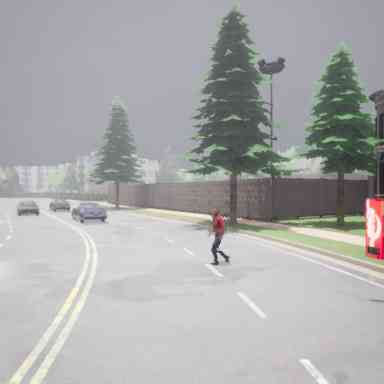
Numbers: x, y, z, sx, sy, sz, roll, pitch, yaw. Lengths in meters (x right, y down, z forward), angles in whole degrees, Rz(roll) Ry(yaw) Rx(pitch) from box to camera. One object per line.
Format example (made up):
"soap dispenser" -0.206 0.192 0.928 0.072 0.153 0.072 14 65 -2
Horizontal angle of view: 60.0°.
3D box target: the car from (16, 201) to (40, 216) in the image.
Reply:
"car" -15.990 1.547 32.361 2.033 1.411 5.357 0 0 -30

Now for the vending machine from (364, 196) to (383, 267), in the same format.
"vending machine" 6.202 1.195 10.479 1.100 2.100 0.880 0 0 -12

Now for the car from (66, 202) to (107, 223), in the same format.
"car" -8.051 1.547 25.799 2.033 1.411 5.357 0 0 -29

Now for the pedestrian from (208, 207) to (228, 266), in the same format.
"pedestrian" 0.774 1.294 10.126 0.375 1.860 0.375 0 0 -13

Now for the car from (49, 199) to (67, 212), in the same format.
"car" -15.625 1.547 39.219 2.033 1.411 5.357 0 0 -30
